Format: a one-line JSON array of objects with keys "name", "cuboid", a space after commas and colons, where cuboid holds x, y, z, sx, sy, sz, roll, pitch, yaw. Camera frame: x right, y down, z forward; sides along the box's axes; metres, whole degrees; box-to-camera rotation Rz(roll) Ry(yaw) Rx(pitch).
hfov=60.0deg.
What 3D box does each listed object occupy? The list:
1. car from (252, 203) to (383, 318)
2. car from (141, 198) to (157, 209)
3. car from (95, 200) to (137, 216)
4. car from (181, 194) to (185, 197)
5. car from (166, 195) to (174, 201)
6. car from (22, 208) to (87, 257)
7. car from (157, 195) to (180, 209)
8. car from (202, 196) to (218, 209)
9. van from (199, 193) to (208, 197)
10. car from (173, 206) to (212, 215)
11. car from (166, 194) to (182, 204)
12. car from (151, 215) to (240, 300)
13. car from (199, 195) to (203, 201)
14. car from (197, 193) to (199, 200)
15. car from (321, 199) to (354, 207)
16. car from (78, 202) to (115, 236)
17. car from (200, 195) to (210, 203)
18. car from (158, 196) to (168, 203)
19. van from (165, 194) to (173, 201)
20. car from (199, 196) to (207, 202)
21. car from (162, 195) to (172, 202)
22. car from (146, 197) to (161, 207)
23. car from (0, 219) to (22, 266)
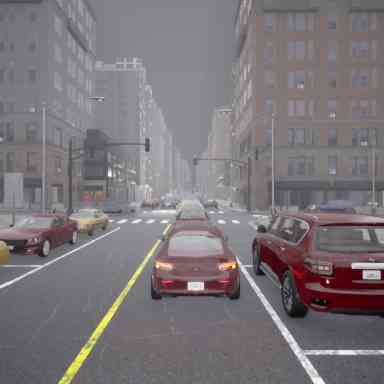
[{"name": "car", "cuboid": [2.671, 1.317, 7.337, 2.192, 1.841, 5.009, 1, 0, 0]}, {"name": "car", "cuboid": [-5.895, 1.556, 45.606, 1.887, 1.381, 4.507, 1, 0, 0]}, {"name": "car", "cuboid": [-7.873, 1.491, 30.947, 5.357, 1.411, 2.033, 1, -1, -14]}, {"name": "car", "cuboid": [-3.086, 1.567, 66.933, 2.033, 1.411, 5.357, 0, 0, 0]}, {"name": "car", "cuboid": [-5.940, 1.616, 90.988, 1.802, 1.307, 4.206, 1, 0, 0]}, {"name": "car", "cuboid": [-5.862, 1.548, 12.962, 1.887, 1.381, 4.507, 1, 0, 0]}, {"name": "car", "cuboid": [-3.129, 1.503, 45.517, 2.128, 1.511, 4.902, 0, 0, 1]}, {"name": "car", "cuboid": [2.631, 1.593, 45.605, 1.802, 1.307, 4.206, 1, 0, 0]}, {"name": "van", "cuboid": [2.616, 1.359, 62.626, 1.690, 1.788, 3.998, 1, 0, 0]}, {"name": "car", "cuboid": [0.046, 1.605, 17.468, 1.895, 1.301, 4.718, 0, 0, 0]}, {"name": "car", "cuboid": [-3.143, 1.562, 56.124, 2.033, 1.411, 5.357, 0, 0, 0]}, {"name": "car", "cuboid": [0.077, 1.528, 8.290, 1.812, 1.442, 4.674, 0, 0, 0]}, {"name": "car", "cuboid": [2.620, 1.597, 56.952, 1.802, 1.307, 4.206, 1, 0, 0]}, {"name": "car", "cuboid": [2.611, 1.335, 68.299, 2.192, 1.841, 5.009, 1, 0, 0]}, {"name": "car", "cuboid": [13.566, 1.503, 32.822, 4.553, 1.767, 2.097, 0, -1, 0]}, {"name": "car", "cuboid": [-5.868, 1.529, 18.416, 1.752, 1.417, 4.829, 1, 0, 0]}, {"name": "car", "cuboid": [2.625, 1.595, 51.278, 1.802, 1.307, 4.206, 1, 0, 0]}, {"name": "car", "cuboid": [-5.917, 1.602, 68.297, 1.802, 1.307, 4.206, 1, 0, 0]}, {"name": "van", "cuboid": [-5.932, 1.372, 85.316, 1.690, 1.788, 3.998, 1, 0, 0]}, {"name": "car", "cuboid": [2.597, 1.609, 79.645, 1.802, 1.307, 4.206, 1, 0, 0]}, {"name": "car", "cuboid": [-5.927, 1.467, 79.643, 1.967, 1.590, 4.097, 1, 0, 0]}, {"name": "car", "cuboid": [-5.900, 1.558, 51.279, 1.887, 1.381, 4.507, 1, 0, 0]}, {"name": "car", "cuboid": [-5.856, 1.527, 7.167, 1.752, 1.417, 4.829, 1, 0, 0]}]
